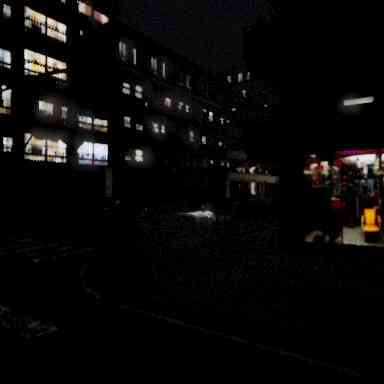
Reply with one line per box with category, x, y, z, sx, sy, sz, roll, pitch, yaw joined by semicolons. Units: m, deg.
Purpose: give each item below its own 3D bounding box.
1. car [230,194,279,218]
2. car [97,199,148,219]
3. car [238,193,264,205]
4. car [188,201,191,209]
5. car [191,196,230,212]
car;4.980;1.112;25.380;1.887;1.381;4.507;1;1;35
car;-5.275;1.254;25.722;1.947;1.339;4.313;1;1;35
car;7.861;0.906;44.166;1.802;1.307;4.206;1;1;35
car;1.346;1.071;34.911;1.947;1.339;4.313;1;1;35
car;2.131;1.097;31.538;1.994;1.385;4.181;0;1;35
